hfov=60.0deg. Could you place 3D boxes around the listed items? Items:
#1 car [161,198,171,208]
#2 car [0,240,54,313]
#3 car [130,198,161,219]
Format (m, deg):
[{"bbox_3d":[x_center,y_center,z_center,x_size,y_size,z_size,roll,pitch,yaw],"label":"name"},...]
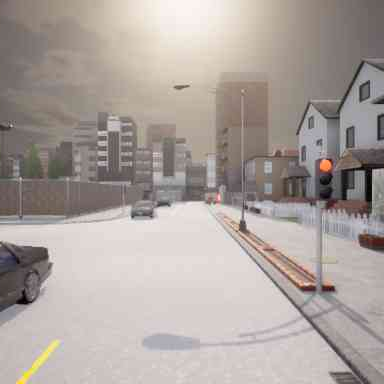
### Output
[{"bbox_3d":[-4.115,1.601,49.400,1.895,1.301,4.718,0,0,0],"label":"car"},{"bbox_3d":[-4.103,1.547,5.378,2.033,1.411,5.357,0,0,0],"label":"car"},{"bbox_3d":[-4.115,1.504,28.936,1.837,1.490,4.892,0,0,0],"label":"car"}]
